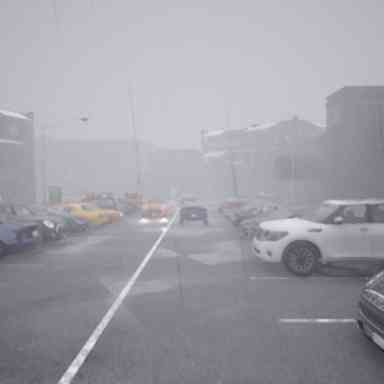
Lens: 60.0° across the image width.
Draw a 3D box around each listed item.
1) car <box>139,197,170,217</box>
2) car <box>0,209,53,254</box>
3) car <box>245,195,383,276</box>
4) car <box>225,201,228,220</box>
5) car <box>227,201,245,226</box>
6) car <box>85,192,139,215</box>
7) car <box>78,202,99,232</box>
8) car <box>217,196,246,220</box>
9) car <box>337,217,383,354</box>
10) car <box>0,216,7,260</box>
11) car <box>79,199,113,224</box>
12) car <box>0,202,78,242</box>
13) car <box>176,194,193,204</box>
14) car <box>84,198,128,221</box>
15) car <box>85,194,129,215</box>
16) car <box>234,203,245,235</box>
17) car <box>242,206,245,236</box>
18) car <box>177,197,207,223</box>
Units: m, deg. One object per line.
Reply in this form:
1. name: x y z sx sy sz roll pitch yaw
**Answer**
1. car: -3.133 1.229 29.431 2.097 1.767 4.553 0 1 -1
2. car: -7.704 1.475 11.424 4.792 1.488 2.163 0 0 0
3. car: 4.626 1.199 9.788 5.566 2.045 2.435 0 0 0
4. car: 4.662 1.457 20.965 4.674 1.452 2.002 0 0 0
5. car: 4.652 1.426 18.295 4.892 1.521 2.231 0 0 0
6. car: -7.636 1.058 31.889 5.566 2.045 2.435 0 1 0
7. car: -7.678 1.429 17.175 4.892 1.521 2.231 0 0 0
8. car: 4.658 1.361 29.357 4.892 1.521 2.231 0 1 0
9. car: 4.684 1.341 4.327 4.553 1.767 2.185 0 0 0
10. car: -7.673 1.494 8.485 4.674 1.452 2.002 0 0 0
11. car: -7.855 1.416 20.238 5.366 1.575 1.946 0 0 0
12. car: -7.704 1.311 14.362 4.553 1.767 2.185 0 0 0
13. car: -0.794 0.950 41.689 1.882 1.535 5.008 0 3 -10
14. car: -7.484 1.407 23.177 5.366 1.575 1.946 0 0 0
15. car: -7.637 1.271 26.118 4.553 1.767 2.185 0 0 0
16. car: 4.664 1.435 15.376 4.892 1.521 2.231 0 0 0
17. car: 4.650 1.442 12.584 5.008 1.535 2.097 0 0 0
18. car: 0.111 1.403 24.472 1.882 1.535 5.008 0 0 0
